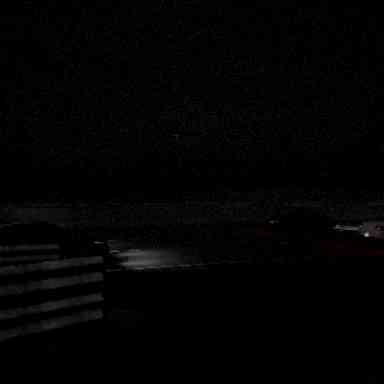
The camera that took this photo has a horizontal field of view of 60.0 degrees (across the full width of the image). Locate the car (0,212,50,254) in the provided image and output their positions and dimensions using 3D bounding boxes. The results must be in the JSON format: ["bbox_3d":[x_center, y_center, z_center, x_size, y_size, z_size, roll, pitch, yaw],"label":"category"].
[{"bbox_3d":[-8.836,1.728,14.079,5.008,1.535,1.882,0,0,-16],"label":"car"}]

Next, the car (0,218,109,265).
[{"bbox_3d":[-5.279,1.745,11.468,4.674,1.442,1.812,0,0,-16],"label":"car"}]

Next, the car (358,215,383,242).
[{"bbox_3d":[10.268,1.743,15.987,4.674,1.442,1.812,0,0,-16],"label":"car"}]

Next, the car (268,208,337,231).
[{"bbox_3d":[7.450,1.802,22.458,4.674,1.442,1.812,0,0,-16],"label":"car"}]
